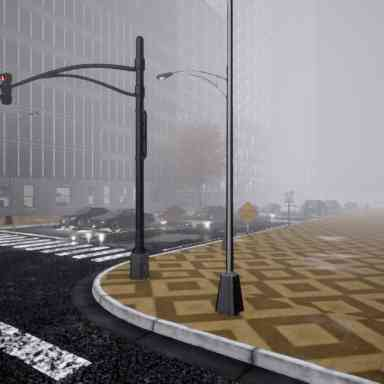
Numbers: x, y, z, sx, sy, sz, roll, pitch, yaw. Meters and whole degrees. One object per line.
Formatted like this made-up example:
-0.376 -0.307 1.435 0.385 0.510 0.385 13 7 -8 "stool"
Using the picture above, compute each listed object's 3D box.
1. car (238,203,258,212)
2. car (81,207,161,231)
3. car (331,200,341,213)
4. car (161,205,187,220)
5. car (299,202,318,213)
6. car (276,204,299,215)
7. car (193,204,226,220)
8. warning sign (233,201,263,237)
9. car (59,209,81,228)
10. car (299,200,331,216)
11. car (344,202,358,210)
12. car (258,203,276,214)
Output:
8.634 2.421 50.437 1.994 1.385 4.181 0 -1 33 "car"
-4.869 1.874 23.641 2.033 1.411 5.357 0 -1 33 "car"
22.401 2.267 53.517 2.150 2.045 5.566 0 -1 33 "car"
-2.275 2.024 33.647 1.812 1.442 4.674 0 -1 33 "car"
19.193 2.506 54.725 1.882 1.535 5.008 0 -1 33 "car"
13.634 2.372 46.035 1.812 1.442 4.674 0 -1 33 "car"
1.997 2.058 34.269 1.837 1.490 4.892 0 -1 33 "car"
3.122 1.454 18.564 1.300 1.860 1.060 1 1 33 "warning sign"
-7.736 1.844 25.179 1.812 1.442 4.674 0 -1 31 "car"
16.544 2.073 44.450 2.150 2.045 5.566 0 -1 33 "car"
31.498 2.662 65.692 2.097 1.767 4.553 0 -1 33 "car"
11.888 2.402 49.468 1.812 1.442 4.674 0 -1 33 "car"
